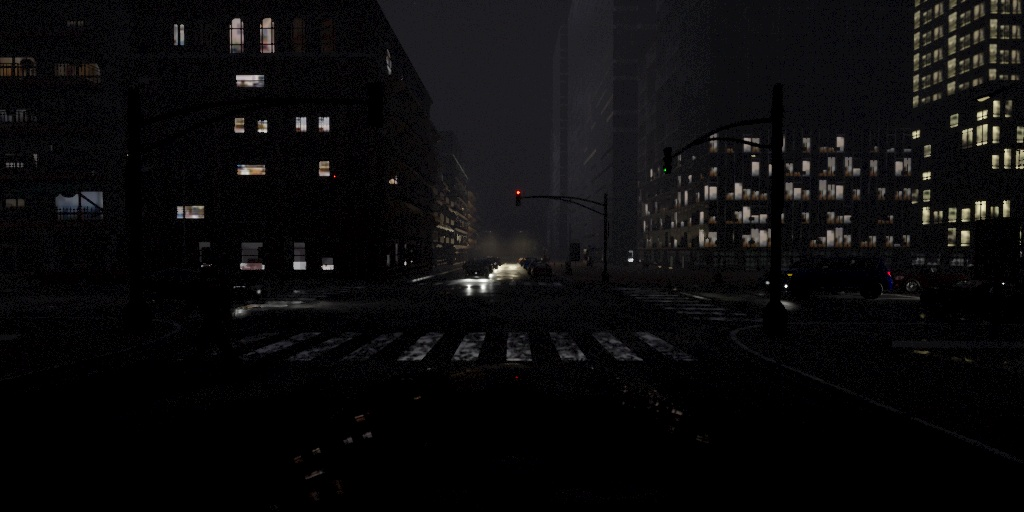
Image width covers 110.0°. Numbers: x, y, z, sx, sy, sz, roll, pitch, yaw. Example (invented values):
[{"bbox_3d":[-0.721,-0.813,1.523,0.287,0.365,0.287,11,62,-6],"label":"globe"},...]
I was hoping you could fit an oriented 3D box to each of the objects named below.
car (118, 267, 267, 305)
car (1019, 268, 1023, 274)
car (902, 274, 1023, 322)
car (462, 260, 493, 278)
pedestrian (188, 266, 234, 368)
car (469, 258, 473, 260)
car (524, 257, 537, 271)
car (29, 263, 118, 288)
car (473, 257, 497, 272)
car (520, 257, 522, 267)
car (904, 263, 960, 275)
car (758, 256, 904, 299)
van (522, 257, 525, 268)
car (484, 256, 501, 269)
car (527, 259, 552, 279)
[{"bbox_3d":[-12.998,1.210,15.111,4.902,1.511,2.128,0,1,4],"label":"car"},{"bbox_3d":[25.748,1.336,18.016,4.902,1.511,2.128,0,1,1],"label":"car"},{"bbox_3d":[16.707,1.445,12.228,4.403,1.370,2.007,0,0,1],"label":"car"},{"bbox_3d":[-3.112,1.290,32.864,1.994,1.385,4.181,0,0,0],"label":"car"},{"bbox_3d":[-5.322,1.045,6.351,0.375,1.860,0.375,-1,1,0],"label":"pedestrian"},{"bbox_3d":[-5.725,1.270,49.423,1.948,1.339,4.313,0,0,0],"label":"car"},{"bbox_3d":[2.631,1.159,38.170,1.967,1.591,4.097,0,0,0],"label":"car"},{"bbox_3d":[-25.871,1.110,21.395,4.507,1.381,1.888,0,0,1],"label":"car"},{"bbox_3d":[-3.126,1.219,41.602,1.837,1.490,4.892,0,0,0],"label":"car"},{"bbox_3d":[2.619,1.240,55.108,1.888,1.381,4.507,0,0,0],"label":"car"},{"bbox_3d":[23.360,1.230,20.780,4.097,1.591,1.967,0,0,1],"label":"car"},{"bbox_3d":[15.727,1.020,18.145,5.566,2.045,2.150,0,1,1],"label":"car"},{"bbox_3d":[2.623,1.045,49.462,1.690,1.789,3.998,0,0,0],"label":"van"},{"bbox_3d":[-3.117,1.052,51.792,2.097,1.767,4.553,0,0,0],"label":"car"},{"bbox_3d":[2.635,1.272,32.525,1.888,1.381,4.507,0,0,0],"label":"car"}]
